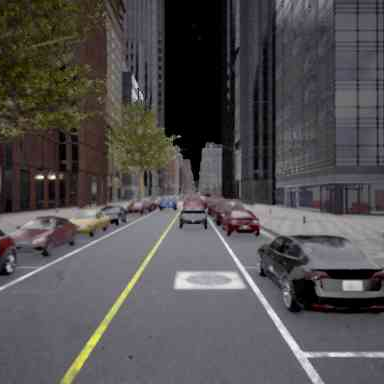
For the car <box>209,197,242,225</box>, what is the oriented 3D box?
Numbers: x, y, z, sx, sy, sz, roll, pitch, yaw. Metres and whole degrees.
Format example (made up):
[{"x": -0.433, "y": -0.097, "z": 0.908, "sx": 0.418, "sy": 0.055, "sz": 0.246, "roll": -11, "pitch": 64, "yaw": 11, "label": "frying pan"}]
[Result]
[{"x": 2.663, "y": 1.432, "z": 24.521, "sx": 2.192, "sy": 1.841, "sz": 5.009, "roll": 0, "pitch": 0, "yaw": 0, "label": "car"}]

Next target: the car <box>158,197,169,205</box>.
[{"x": -5.876, "y": 1.833, "z": 69.639, "sx": 1.967, "sy": 1.590, "sz": 4.097, "roll": 0, "pitch": 0, "yaw": 0, "label": "car"}]

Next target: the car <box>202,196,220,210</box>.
[{"x": 2.657, "y": 1.554, "z": 47.076, "sx": 2.192, "sy": 1.841, "sz": 5.009, "roll": 0, "pitch": 0, "yaw": 0, "label": "car"}]

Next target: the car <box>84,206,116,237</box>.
[{"x": -5.860, "y": 1.610, "z": 18.713, "sx": 1.752, "sy": 1.417, "sz": 4.829, "roll": 0, "pitch": 0, "yaw": 0, "label": "car"}]

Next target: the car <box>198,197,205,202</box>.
[{"x": 2.643, "y": 2.132, "z": 92.183, "sx": 1.947, "sy": 1.339, "sz": 4.313, "roll": 0, "pitch": 0, "yaw": 0, "label": "car"}]

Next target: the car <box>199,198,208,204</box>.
[{"x": 2.648, "y": 1.981, "z": 75.267, "sx": 1.887, "sy": 1.381, "sz": 4.507, "roll": 0, "pitch": 0, "yaw": 0, "label": "car"}]

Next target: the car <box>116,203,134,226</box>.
[{"x": -5.863, "y": 1.681, "z": 24.524, "sx": 1.947, "sy": 1.339, "sz": 4.313, "roll": 0, "pitch": 0, "yaw": 0, "label": "car"}]

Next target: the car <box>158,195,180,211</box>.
[{"x": -3.099, "y": 1.444, "z": 44.261, "sx": 2.150, "sy": 2.045, "sz": 5.566, "roll": 0, "pitch": 0, "yaw": 0, "label": "car"}]

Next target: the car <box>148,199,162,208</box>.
[{"x": -5.870, "y": 1.853, "z": 52.719, "sx": 1.802, "sy": 1.307, "sz": 4.206, "roll": 0, "pitch": 0, "yaw": 0, "label": "car"}]

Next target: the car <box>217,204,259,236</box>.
[{"x": 2.664, "y": 1.632, "z": 18.880, "sx": 1.887, "sy": 1.381, "sz": 4.507, "roll": 0, "pitch": 0, "yaw": 0, "label": "car"}]

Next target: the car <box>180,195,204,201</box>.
[{"x": 0.090, "y": 1.410, "z": 37.446, "sx": 2.150, "sy": 2.045, "sz": 5.566, "roll": 0, "pitch": 0, "yaw": 0, "label": "car"}]

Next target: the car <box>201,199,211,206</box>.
[{"x": 2.651, "y": 1.934, "z": 63.989, "sx": 1.802, "sy": 1.307, "sz": 4.206, "roll": 0, "pitch": 0, "yaw": 0, "label": "car"}]

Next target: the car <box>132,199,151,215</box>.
[{"x": -5.866, "y": 1.721, "z": 35.802, "sx": 1.887, "sy": 1.381, "sz": 4.507, "roll": 0, "pitch": 0, "yaw": 0, "label": "car"}]

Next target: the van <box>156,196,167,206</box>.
[{"x": -5.875, "y": 1.691, "z": 64.000, "sx": 1.690, "sy": 1.788, "sz": 3.998, "roll": 0, "pitch": 0, "yaw": 0, "label": "van"}]

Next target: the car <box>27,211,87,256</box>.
[{"x": -5.859, "y": 1.640, "z": 13.244, "sx": 1.802, "sy": 1.307, "sz": 4.206, "roll": 0, "pitch": 0, "yaw": 0, "label": "car"}]

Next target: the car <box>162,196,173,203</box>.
[{"x": -5.879, "y": 1.792, "z": 80.919, "sx": 2.192, "sy": 1.841, "sz": 5.009, "roll": 0, "pitch": 0, "yaw": 0, "label": "car"}]

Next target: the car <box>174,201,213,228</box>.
[{"x": 0.092, "y": 1.598, "z": 22.879, "sx": 2.128, "sy": 1.511, "sz": 4.902, "roll": 0, "pitch": 0, "yaw": 0, "label": "car"}]

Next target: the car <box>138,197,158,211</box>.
[{"x": -5.867, "y": 1.522, "z": 41.443, "sx": 2.192, "sy": 1.841, "sz": 5.009, "roll": 0, "pitch": 0, "yaw": 0, "label": "car"}]

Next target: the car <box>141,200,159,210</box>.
[{"x": -5.869, "y": 1.804, "z": 47.082, "sx": 1.947, "sy": 1.339, "sz": 4.313, "roll": 0, "pitch": 0, "yaw": 0, "label": "car"}]

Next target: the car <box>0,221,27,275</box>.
[{"x": -5.857, "y": 1.472, "z": 7.605, "sx": 1.967, "sy": 1.590, "sz": 4.097, "roll": 0, "pitch": 0, "yaw": 0, "label": "car"}]

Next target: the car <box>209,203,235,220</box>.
[{"x": 2.661, "y": 1.713, "z": 30.157, "sx": 1.947, "sy": 1.339, "sz": 4.313, "roll": 0, "pitch": 0, "yaw": 0, "label": "car"}]

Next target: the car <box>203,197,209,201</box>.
[{"x": 2.660, "y": 1.493, "z": 35.797, "sx": 2.192, "sy": 1.841, "sz": 5.009, "roll": 0, "pitch": 0, "yaw": 0, "label": "car"}]

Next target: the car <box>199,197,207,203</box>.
[{"x": 2.646, "y": 1.919, "z": 80.906, "sx": 1.967, "sy": 1.590, "sz": 4.097, "roll": 0, "pitch": 0, "yaw": 0, "label": "car"}]

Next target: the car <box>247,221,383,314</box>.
[{"x": 2.668, "y": 1.599, "z": 7.602, "sx": 1.947, "sy": 1.339, "sz": 4.313, "roll": 0, "pitch": 0, "yaw": 0, "label": "car"}]

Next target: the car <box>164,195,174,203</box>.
[{"x": -5.881, "y": 1.835, "z": 86.558, "sx": 2.192, "sy": 1.841, "sz": 5.009, "roll": 0, "pitch": 0, "yaw": 0, "label": "car"}]
